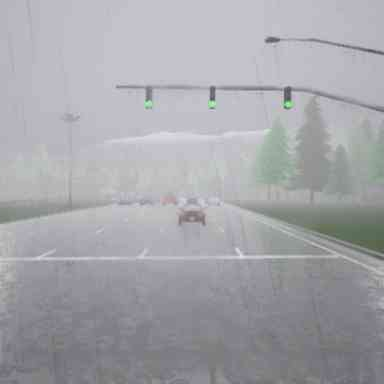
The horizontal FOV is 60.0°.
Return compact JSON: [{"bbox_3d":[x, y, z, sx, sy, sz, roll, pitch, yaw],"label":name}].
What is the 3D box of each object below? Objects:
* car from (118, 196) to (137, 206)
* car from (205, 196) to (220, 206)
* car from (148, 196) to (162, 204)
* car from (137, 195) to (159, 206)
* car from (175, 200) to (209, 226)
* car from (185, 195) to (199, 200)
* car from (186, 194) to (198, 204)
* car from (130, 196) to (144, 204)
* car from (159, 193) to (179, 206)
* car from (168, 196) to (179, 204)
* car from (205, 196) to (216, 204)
[{"bbox_3d":[-10.491,1.552,53.223,1.895,1.301,4.718,0,0,0],"label":"car"},{"bbox_3d":[3.509,1.476,53.130,1.812,1.442,4.674,0,0,0],"label":"car"},{"bbox_3d":[-6.989,1.489,63.395,2.033,1.411,5.357,0,0,0],"label":"car"},{"bbox_3d":[-6.991,1.303,53.338,2.097,1.767,4.553,0,0,0],"label":"car"},{"bbox_3d":[0.004,1.504,23.161,1.812,1.442,4.674,0,0,0],"label":"car"},{"bbox_3d":[0.009,1.455,53.120,1.837,1.490,4.892,0,0,0],"label":"car"},{"bbox_3d":[0.011,1.294,63.362,2.097,1.767,4.553,0,0,0],"label":"car"},{"bbox_3d":[-10.489,1.502,63.396,1.994,1.385,4.181,0,0,0],"label":"car"},{"bbox_3d":[-3.491,1.172,52.928,2.150,2.045,5.566,0,0,0],"label":"car"},{"bbox_3d":[-3.489,1.503,63.394,1.994,1.385,4.181,0,0,0],"label":"car"},{"bbox_3d":[3.511,1.502,63.392,1.994,1.385,4.181,0,0,0],"label":"car"}]
